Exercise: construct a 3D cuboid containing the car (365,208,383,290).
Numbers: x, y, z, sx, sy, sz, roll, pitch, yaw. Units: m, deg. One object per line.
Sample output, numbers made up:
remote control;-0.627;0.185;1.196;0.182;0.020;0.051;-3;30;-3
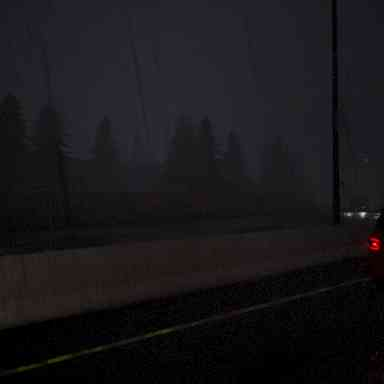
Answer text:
car;6.379;1.272;7.968;5.566;2.045;2.150;0;-1;-35
